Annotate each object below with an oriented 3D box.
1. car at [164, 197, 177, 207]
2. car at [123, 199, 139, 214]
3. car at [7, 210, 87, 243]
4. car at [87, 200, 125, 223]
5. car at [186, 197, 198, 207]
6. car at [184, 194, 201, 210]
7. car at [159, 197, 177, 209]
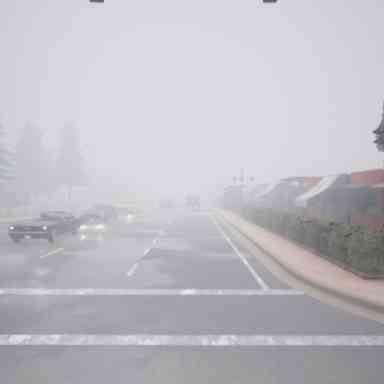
[{"bbox_3d":[-3.518,1.606,55.653,1.882,1.535,5.008,0,0,0],"label":"car"},{"bbox_3d":[-7.076,1.564,36.349,1.882,1.535,5.008,0,0,0],"label":"car"},{"bbox_3d":[-7.096,1.647,16.571,1.895,1.301,4.718,0,0,0],"label":"car"},{"bbox_3d":[-7.092,1.613,26.252,2.033,1.411,5.357,0,0,0],"label":"car"},{"bbox_3d":[-0.018,1.636,55.571,1.837,1.490,4.892,0,0,0],"label":"car"},{"bbox_3d":[0.084,1.334,45.781,2.150,2.045,5.566,0,0,0],"label":"car"},{"bbox_3d":[-3.416,1.462,46.439,2.097,1.767,4.553,0,0,0],"label":"car"}]
